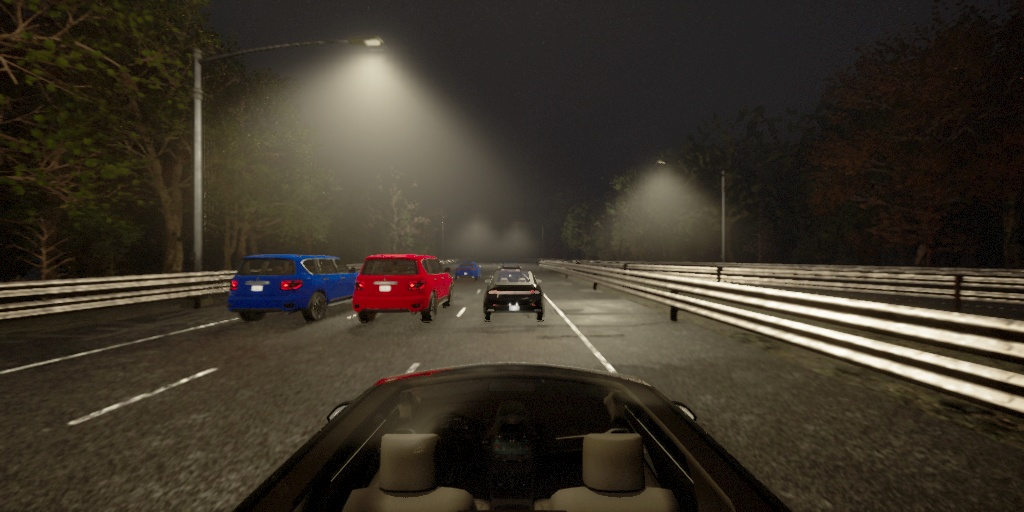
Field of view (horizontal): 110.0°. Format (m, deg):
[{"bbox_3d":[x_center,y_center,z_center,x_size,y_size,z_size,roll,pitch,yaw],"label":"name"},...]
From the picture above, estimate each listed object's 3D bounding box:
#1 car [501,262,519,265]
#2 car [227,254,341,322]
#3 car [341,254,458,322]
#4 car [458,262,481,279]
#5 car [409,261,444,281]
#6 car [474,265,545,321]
[{"bbox_3d":[-0.169,1.247,28.970,2.128,1.511,4.902,0,0,-1],"label":"car"},{"bbox_3d":[-6.951,0.974,12.433,2.150,2.045,5.566,0,0,0],"label":"car"},{"bbox_3d":[-3.451,0.972,12.390,2.150,2.045,5.566,0,0,0],"label":"car"},{"bbox_3d":[-3.702,1.236,30.678,1.882,1.535,5.008,0,0,-1],"label":"car"},{"bbox_3d":[-7.204,1.237,30.742,1.882,1.535,5.008,0,0,-1],"label":"car"},{"bbox_3d":[0.047,1.241,12.452,2.128,1.511,4.902,0,0,0],"label":"car"}]
